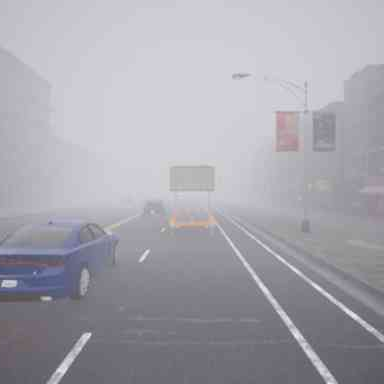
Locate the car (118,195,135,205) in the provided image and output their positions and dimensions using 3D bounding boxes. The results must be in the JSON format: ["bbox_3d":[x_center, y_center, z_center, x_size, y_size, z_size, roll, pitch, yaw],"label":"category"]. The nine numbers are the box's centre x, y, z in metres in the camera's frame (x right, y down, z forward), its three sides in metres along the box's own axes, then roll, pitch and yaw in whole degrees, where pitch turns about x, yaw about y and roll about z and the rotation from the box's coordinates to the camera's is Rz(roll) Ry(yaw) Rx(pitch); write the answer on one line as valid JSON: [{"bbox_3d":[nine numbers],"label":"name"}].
[{"bbox_3d":[-9.785,1.206,49.885,1.837,1.490,4.892,0,0,0],"label":"car"}]

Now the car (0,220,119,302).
[{"bbox_3d":[-3.146,1.419,8.229,1.882,1.535,5.008,0,0,0],"label":"car"}]

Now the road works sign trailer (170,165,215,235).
[{"bbox_3d":[0.014,0.345,17.963,2.380,3.560,2.880,0,0,0],"label":"road works sign trailer"}]

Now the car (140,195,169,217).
[{"bbox_3d":[-3.131,1.322,28.874,1.837,1.490,4.892,0,0,0],"label":"car"}]
